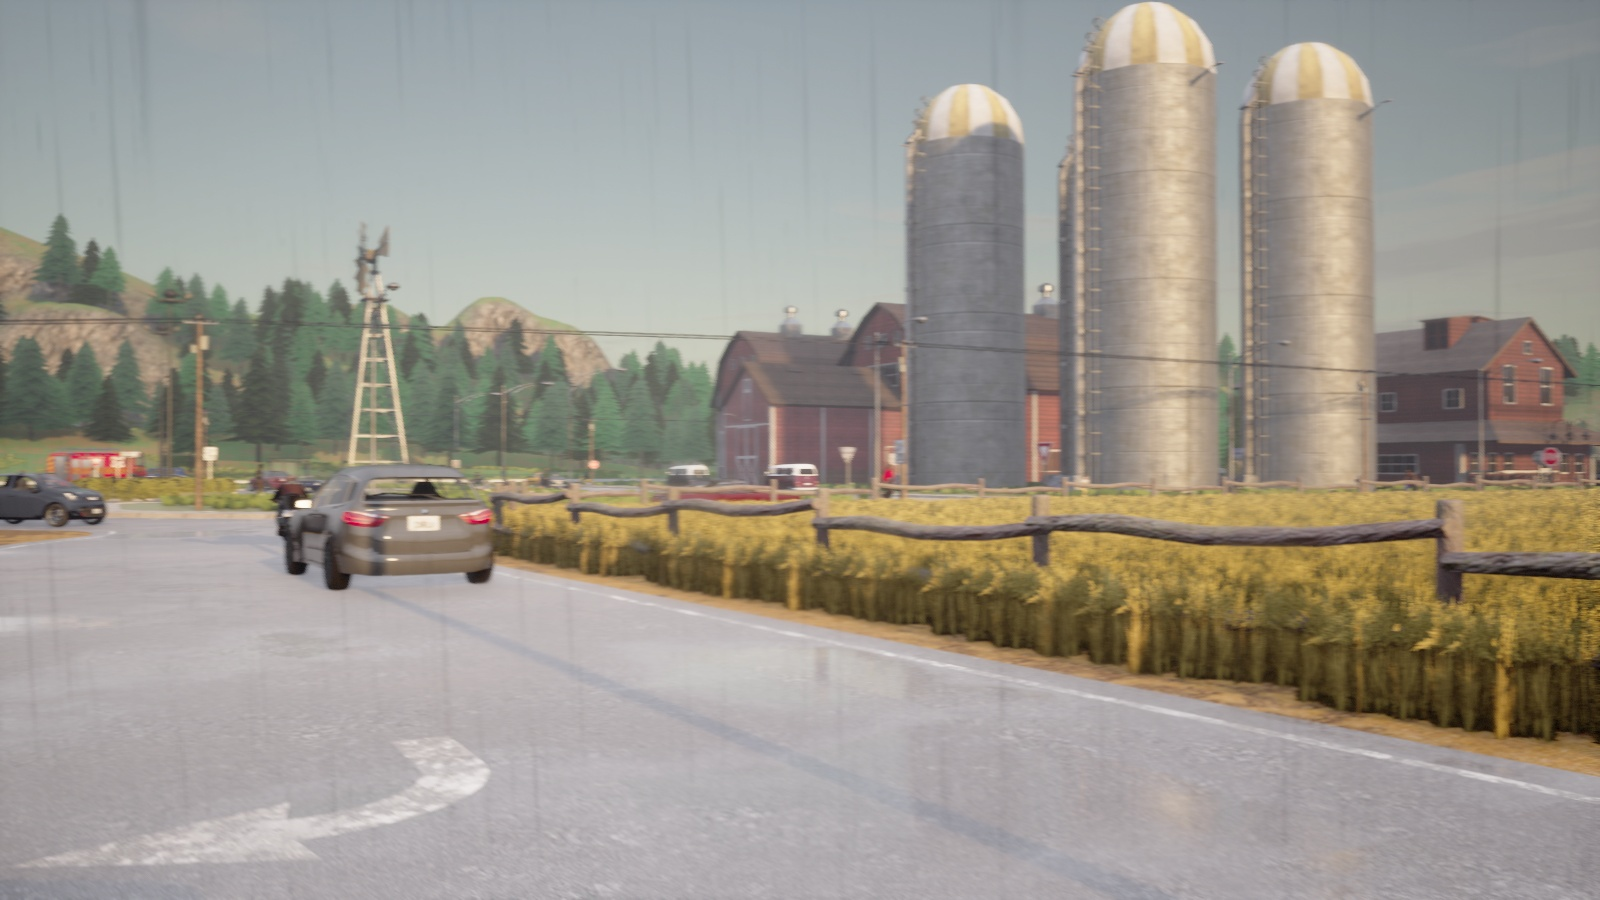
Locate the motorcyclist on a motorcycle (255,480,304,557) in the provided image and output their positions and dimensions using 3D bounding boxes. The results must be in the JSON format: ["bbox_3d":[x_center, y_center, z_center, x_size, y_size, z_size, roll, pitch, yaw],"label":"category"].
[{"bbox_3d":[-10.910,1.398,26.289,0.866,1.530,2.191,0,-1,-24],"label":"motorcyclist on a motorcycle"}]

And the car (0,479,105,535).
[{"bbox_3d":[-21.869,1.589,35.374,3.633,1.501,1.845,0,-1,7],"label":"car"}]

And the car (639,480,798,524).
[{"bbox_3d":[-2.579,1.625,40.182,4.718,1.301,1.895,0,-1,-30],"label":"car"}]

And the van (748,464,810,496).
[{"bbox_3d":[-1.408,1.952,82.018,2.069,2.038,4.480,0,-1,-30],"label":"van"}]

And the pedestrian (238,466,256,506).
[{"bbox_3d":[-27.326,1.777,62.041,0.395,1.930,0.692,-1,-1,31],"label":"pedestrian"}]

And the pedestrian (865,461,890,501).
[{"bbox_3d":[3.605,1.435,58.412,0.899,1.844,0.634,-1,-1,43],"label":"pedestrian"}]

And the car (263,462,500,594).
[{"bbox_3d":[-6.254,1.030,18.381,2.242,1.667,4.611,0,-1,-32],"label":"car"}]

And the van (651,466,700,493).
[{"bbox_3d":[-9.537,2.264,95.983,2.069,2.038,4.480,0,-1,-30],"label":"van"}]
